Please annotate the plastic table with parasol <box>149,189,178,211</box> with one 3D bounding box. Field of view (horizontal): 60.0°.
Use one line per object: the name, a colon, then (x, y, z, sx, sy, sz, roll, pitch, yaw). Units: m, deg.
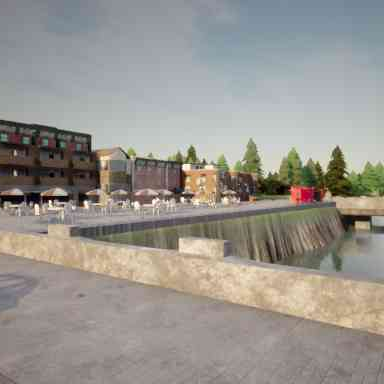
plastic table with parasol: (-3.380, 0.925, 39.485, 2.482, 2.480, 2.482, 0, 0, 36)
